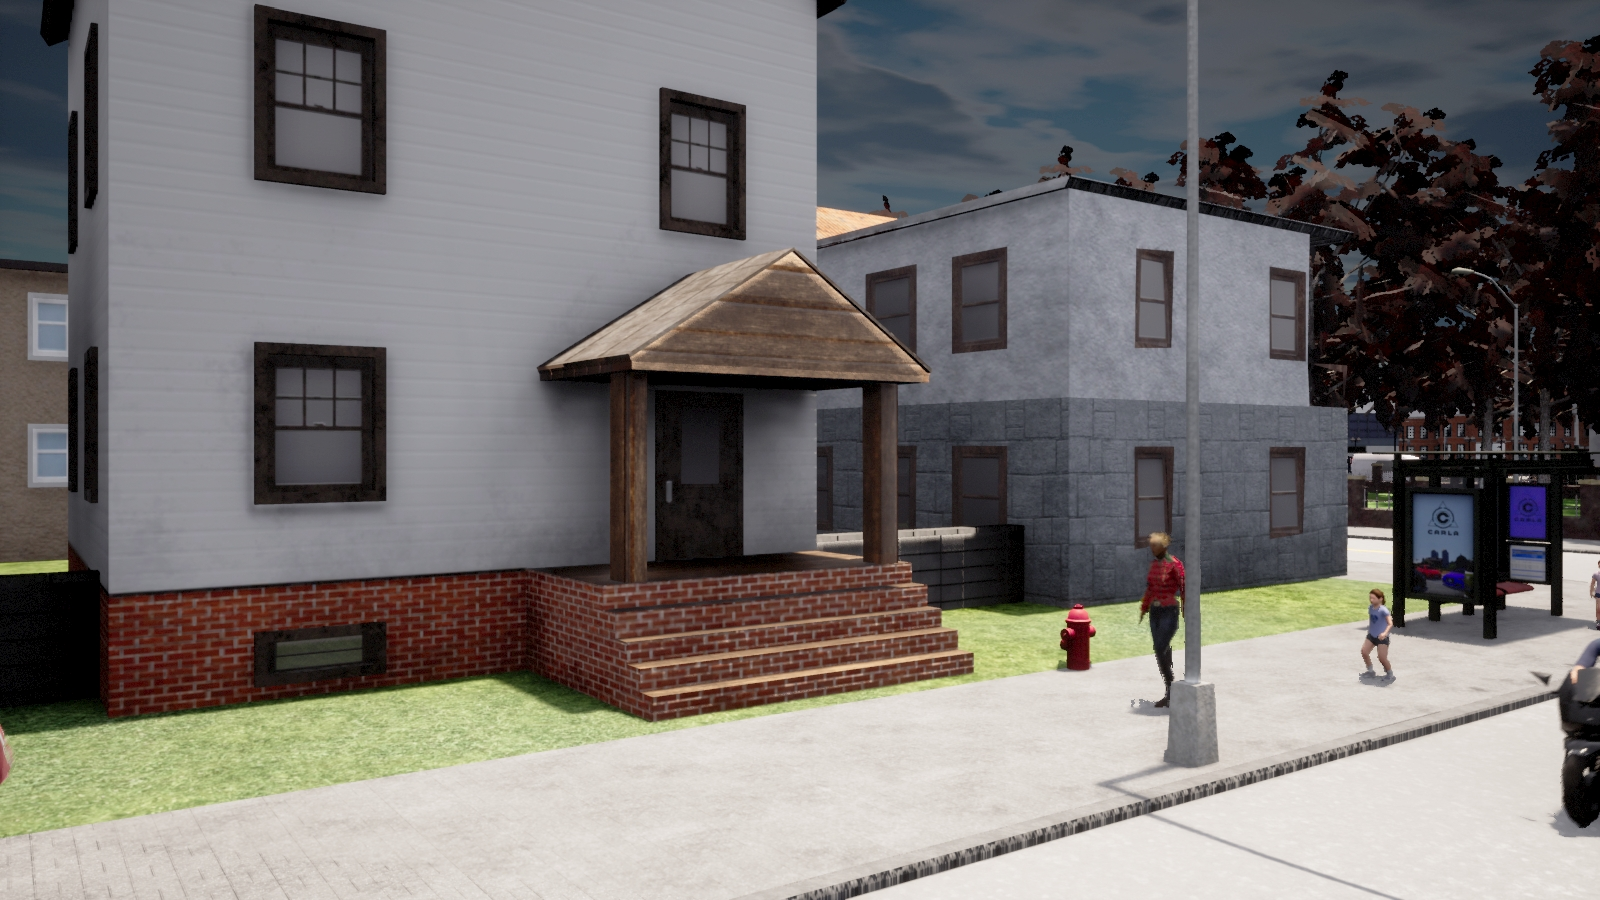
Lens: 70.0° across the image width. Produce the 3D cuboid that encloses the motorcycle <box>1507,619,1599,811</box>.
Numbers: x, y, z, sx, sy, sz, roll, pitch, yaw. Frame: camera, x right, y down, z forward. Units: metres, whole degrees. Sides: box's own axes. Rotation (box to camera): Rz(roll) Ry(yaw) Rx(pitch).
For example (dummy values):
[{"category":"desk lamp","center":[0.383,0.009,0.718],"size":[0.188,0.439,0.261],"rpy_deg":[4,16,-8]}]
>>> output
[{"category":"motorcycle","center":[6.401,1.993,8.884],"size":[2.033,1.145,0.803],"rpy_deg":[0,0,-35]}]

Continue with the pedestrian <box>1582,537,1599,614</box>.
[{"category":"pedestrian","center":[12.121,1.896,17.226],"size":[0.500,1.100,0.500],"rpy_deg":[0,0,41]}]

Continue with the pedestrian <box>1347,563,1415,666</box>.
[{"category":"pedestrian","center":[6.748,1.897,13.289],"size":[0.500,1.100,0.500],"rpy_deg":[0,0,-21]}]

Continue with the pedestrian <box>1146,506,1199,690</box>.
[{"category":"pedestrian","center":[3.877,1.523,11.902],"size":[0.375,1.860,0.375],"rpy_deg":[0,0,-22]}]
